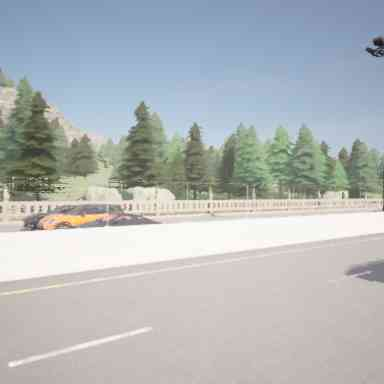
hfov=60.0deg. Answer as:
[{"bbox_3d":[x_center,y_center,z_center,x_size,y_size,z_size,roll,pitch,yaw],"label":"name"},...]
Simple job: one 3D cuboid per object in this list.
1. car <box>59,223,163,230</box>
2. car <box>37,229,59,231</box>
[{"bbox_3d":[-3.279,1.610,14.548,4.181,1.385,1.994,1,0,-35],"label":"car"},{"bbox_3d":[-5.495,1.397,17.267,4.553,1.767,2.097,1,0,-35],"label":"car"}]
